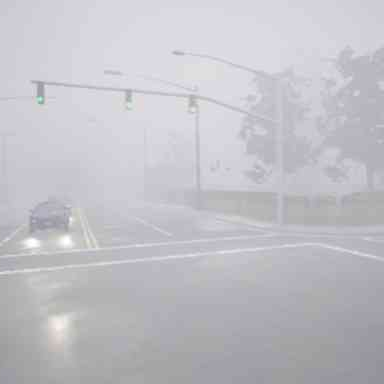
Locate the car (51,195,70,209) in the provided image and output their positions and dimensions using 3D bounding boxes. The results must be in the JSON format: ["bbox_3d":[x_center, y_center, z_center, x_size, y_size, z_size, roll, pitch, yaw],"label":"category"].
[{"bbox_3d":[-14.916,1.083,37.899,1.812,1.442,4.674,-2,1,-20],"label":"car"}]

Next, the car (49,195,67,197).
[{"bbox_3d":[-11.435,1.041,28.294,2.097,1.767,4.553,-2,1,-20],"label":"car"}]

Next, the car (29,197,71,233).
[{"bbox_3d":[-8.033,1.295,18.940,1.882,1.535,5.008,-2,1,-20],"label":"car"}]
